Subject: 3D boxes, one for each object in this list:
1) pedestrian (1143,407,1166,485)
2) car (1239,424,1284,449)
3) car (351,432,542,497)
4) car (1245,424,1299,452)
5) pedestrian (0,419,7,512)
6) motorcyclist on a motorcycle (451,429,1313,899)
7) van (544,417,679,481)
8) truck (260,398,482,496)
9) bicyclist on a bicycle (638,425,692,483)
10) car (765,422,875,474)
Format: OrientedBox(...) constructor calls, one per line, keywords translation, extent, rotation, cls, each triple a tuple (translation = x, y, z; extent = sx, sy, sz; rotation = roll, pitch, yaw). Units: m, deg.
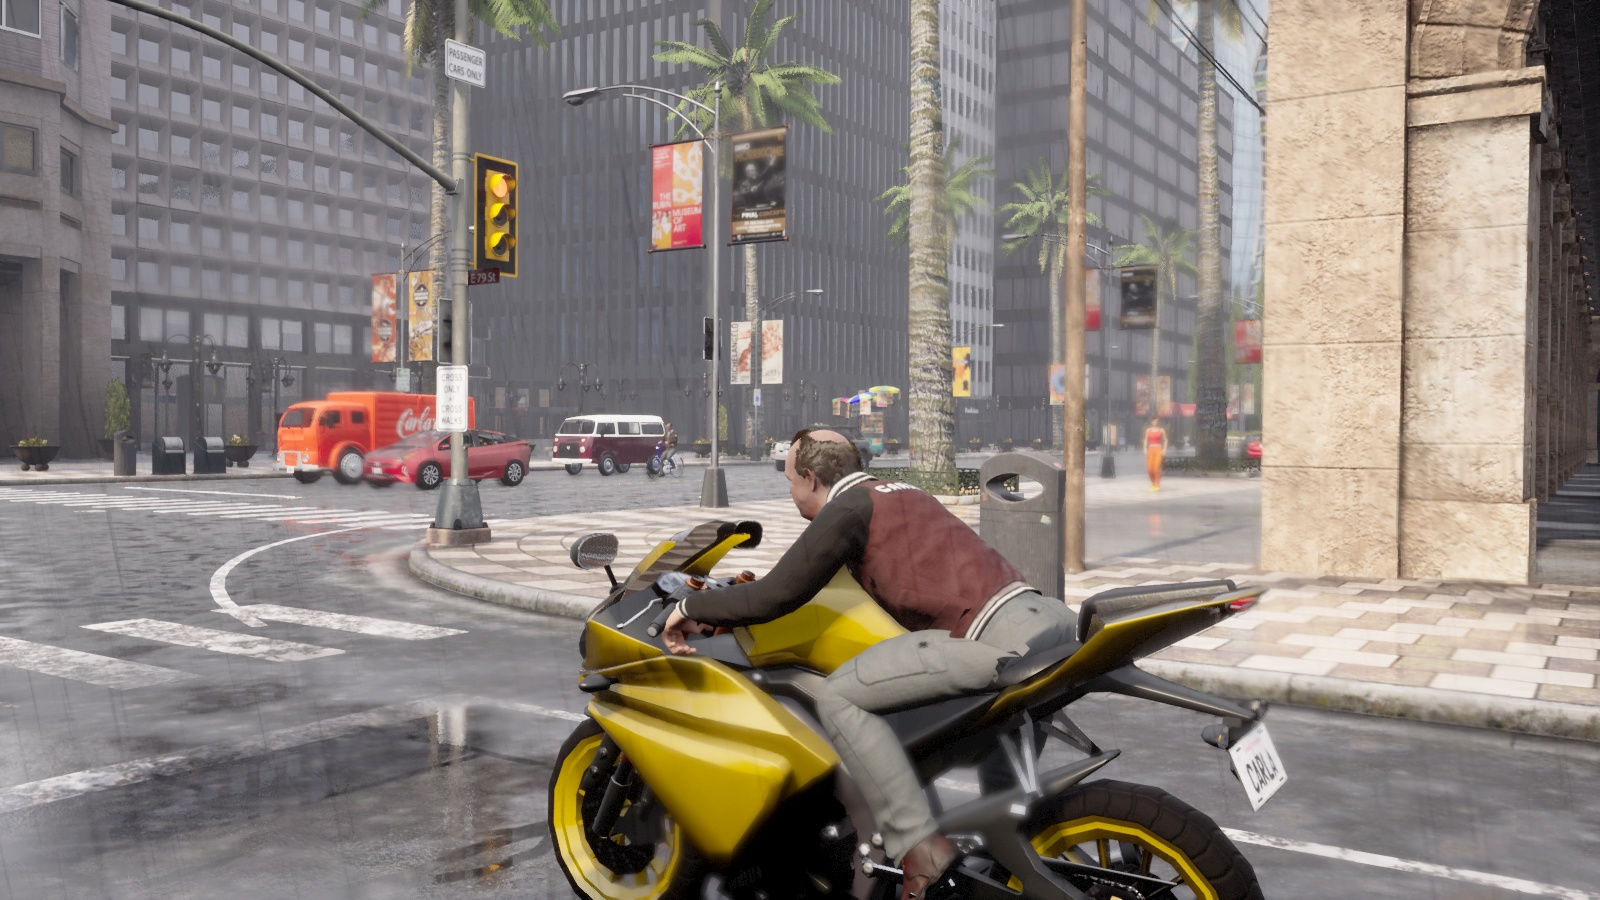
OrientedBox(translation=(8.412, -0.095, 29.776), extent=(0.345, 1.836, 0.594), rotation=(0, 1, 33), cls="pedestrian")
OrientedBox(translation=(33.581, -0.961, 91.306), extent=(2.097, 1.767, 4.553), rotation=(0, 1, 33), cls="car")
OrientedBox(translation=(-8.995, 0.318, 32.343), extent=(2.007, 1.525, 4.514), rotation=(0, 1, 33), cls="car")
OrientedBox(translation=(29.557, -0.765, 78.602), extent=(2.242, 1.667, 4.611), rotation=(0, 1, 33), cls="car")
OrientedBox(translation=(-17.216, 0.331, 26.596), extent=(0.788, 1.949, 0.423), rotation=(0, 1, 37), cls="pedestrian")
OrientedBox(translation=(0.146, 0.718, 3.421), extent=(2.191, 1.530, 0.866), rotation=(0, 1, 33), cls="motorcyclist on a motorcycle")
OrientedBox(translation=(-6.340, -0.071, 42.710), extent=(2.069, 2.038, 4.480), rotation=(0, 1, 33), cls="van")
OrientedBox(translation=(-11.689, -0.122, 34.589), extent=(2.627, 2.467, 5.204), rotation=(0, 1, 35), cls="truck")
OrientedBox(translation=(-4.243, 0.101, 39.534), extent=(0.659, 1.776, 1.843), rotation=(0, 1, 33), cls="bicyclist on a bicycle")
OrientedBox(translation=(0.823, -0.104, 47.205), extent=(1.932, 1.855, 4.605), rotation=(0, 1, 34), cls="car")
